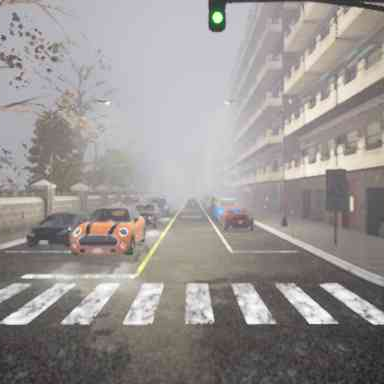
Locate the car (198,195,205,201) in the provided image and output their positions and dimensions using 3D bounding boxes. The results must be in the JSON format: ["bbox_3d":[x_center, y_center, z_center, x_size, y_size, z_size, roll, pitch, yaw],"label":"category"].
[{"bbox_3d":[2.620,1.563,93.778,1.967,1.590,4.097,0,0,0],"label":"car"}]

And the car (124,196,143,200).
[{"bbox_3d":[-5.712,1.328,31.842,2.192,1.841,5.009,0,0,0],"label":"car"}]

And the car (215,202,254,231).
[{"bbox_3d":[2.677,1.550,20.587,1.887,1.381,4.507,0,0,0],"label":"car"}]

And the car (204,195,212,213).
[{"bbox_3d":[2.664,1.458,37.478,1.967,1.590,4.097,0,0,0],"label":"car"}]

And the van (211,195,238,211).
[{"bbox_3d":[2.673,1.350,26.218,1.690,1.788,3.998,0,0,0],"label":"van"}]

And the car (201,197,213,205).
[{"bbox_3d":[2.646,1.598,59.999,2.008,1.369,4.403,0,0,0],"label":"car"}]

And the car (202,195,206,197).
[{"bbox_3d":[2.655,1.576,48.738,1.887,1.381,4.507,0,0,0],"label":"car"}]

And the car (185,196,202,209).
[{"bbox_3d":[0.069,1.591,45.286,1.994,1.385,4.181,0,0,0],"label":"car"}]

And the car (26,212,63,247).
[{"bbox_3d":[-5.699,1.569,14.950,1.947,1.339,4.313,0,0,0],"label":"car"}]

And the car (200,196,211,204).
[{"bbox_3d":[2.642,1.602,65.628,1.887,1.381,4.507,0,0,0],"label":"car"}]

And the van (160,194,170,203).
[{"bbox_3d":[-5.742,1.409,71.252,1.690,1.788,3.998,0,0,0],"label":"van"}]

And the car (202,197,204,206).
[{"bbox_3d":[2.659,1.575,43.108,2.008,1.369,4.403,0,0,0],"label":"car"}]

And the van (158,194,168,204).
[{"bbox_3d":[-5.738,1.398,65.622,1.690,1.788,3.998,0,0,0],"label":"van"}]

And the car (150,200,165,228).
[{"bbox_3d":[-3.115,1.511,22.404,1.837,1.490,4.892,0,0,0],"label":"car"}]

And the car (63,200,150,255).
[{"bbox_3d":[-3.111,1.354,13.207,2.097,1.767,4.553,0,0,0],"label":"car"}]

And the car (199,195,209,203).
[{"bbox_3d":[2.638,1.508,71.258,1.967,1.590,4.097,0,0,0],"label":"car"}]

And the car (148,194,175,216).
[{"bbox_3d":[-3.118,1.366,32.038,2.097,1.767,4.553,0,0,0],"label":"car"}]

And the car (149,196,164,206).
[{"bbox_3d":[-5.729,1.479,54.362,1.967,1.590,4.097,0,0,0],"label":"car"}]

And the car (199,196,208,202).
[{"bbox_3d":[2.633,1.662,76.889,1.802,1.307,4.206,0,0,0],"label":"car"}]

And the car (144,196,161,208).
[{"bbox_3d":[-5.725,1.472,48.733,1.967,1.590,4.097,0,0,0],"label":"car"}]

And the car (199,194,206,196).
[{"bbox_3d":[2.652,1.354,54.368,2.192,1.841,5.009,0,0,0],"label":"car"}]

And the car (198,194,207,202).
[{"bbox_3d":[2.629,1.408,82.518,2.192,1.841,5.009,0,0,0],"label":"car"}]

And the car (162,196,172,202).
[{"bbox_3d":[-5.747,1.631,76.881,2.008,1.369,4.403,0,0,0],"label":"car"}]
